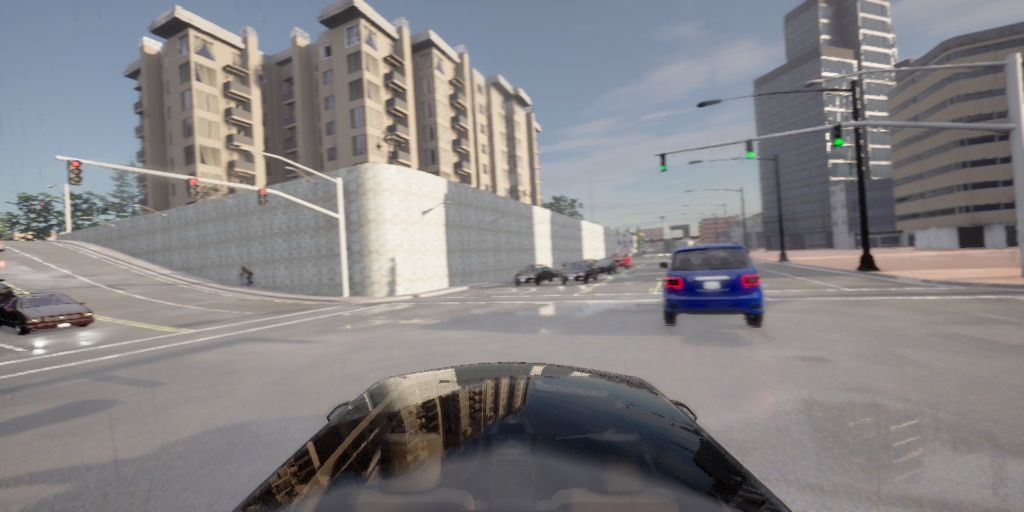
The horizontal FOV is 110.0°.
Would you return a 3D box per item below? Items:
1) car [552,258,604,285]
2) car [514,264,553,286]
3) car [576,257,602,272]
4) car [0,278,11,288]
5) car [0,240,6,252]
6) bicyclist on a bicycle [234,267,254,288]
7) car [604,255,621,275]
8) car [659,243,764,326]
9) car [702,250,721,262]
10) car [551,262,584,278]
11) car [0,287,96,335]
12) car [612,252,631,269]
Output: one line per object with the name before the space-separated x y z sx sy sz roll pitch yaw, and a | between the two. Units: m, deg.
car | 4.967 1.179 26.196 2.128 1.511 4.902 -4 -1 25
car | 1.770 1.403 27.598 2.128 1.511 4.902 -4 -1 25
car | 9.631 1.058 44.518 1.882 1.535 5.008 -4 -1 25
car | -29.203 1.700 19.442 4.181 1.385 1.994 6 4 24
car | -45.825 -1.246 31.001 4.674 1.442 1.812 9 5 25
bicyclist on a bicycle | -20.474 1.639 27.555 0.582 1.620 1.656 3 2 25
car | 8.923 0.999 34.755 1.882 1.535 5.008 -4 -1 25
car | 5.581 0.699 10.429 2.150 2.045 5.566 -4 -1 25
car | 26.935 0.021 48.568 1.812 1.442 4.674 -4 -1 25
car | 5.657 1.349 36.008 1.895 1.301 4.718 -4 -1 25
car | -20.190 2.298 15.330 5.357 1.411 2.033 1 2 25
car | 13.369 0.555 44.312 2.150 2.045 5.566 -4 -1 25
